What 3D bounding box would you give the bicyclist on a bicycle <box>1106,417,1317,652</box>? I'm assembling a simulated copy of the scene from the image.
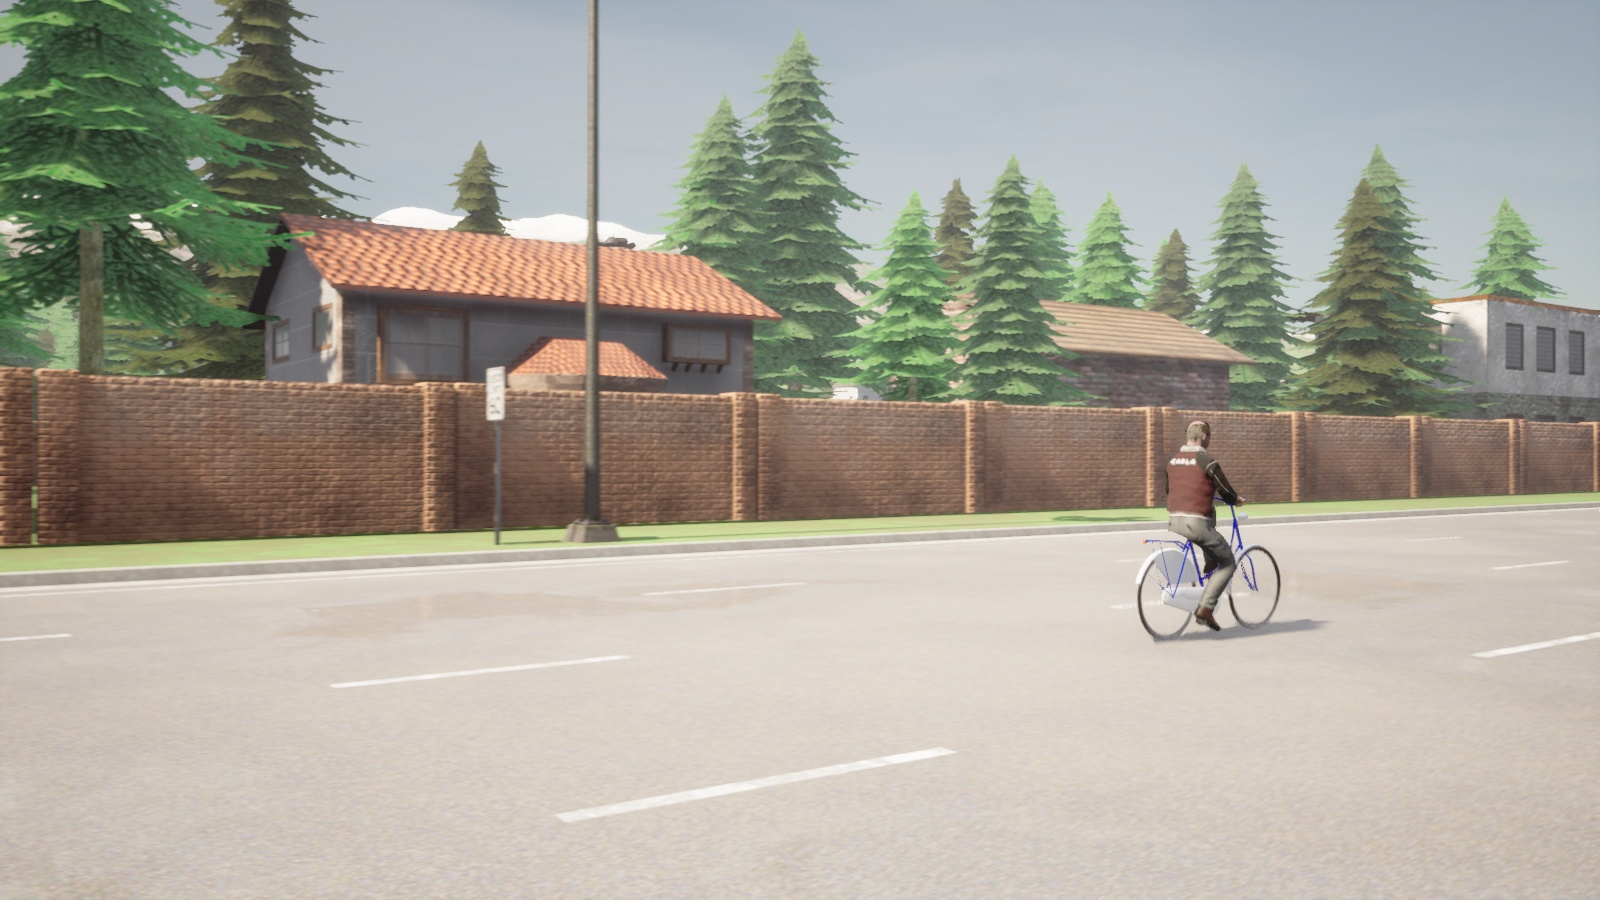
[{"bbox_3d":[3.389,0.633,10.283,1.843,1.776,0.659,0,0,-35],"label":"bicyclist on a bicycle"}]
